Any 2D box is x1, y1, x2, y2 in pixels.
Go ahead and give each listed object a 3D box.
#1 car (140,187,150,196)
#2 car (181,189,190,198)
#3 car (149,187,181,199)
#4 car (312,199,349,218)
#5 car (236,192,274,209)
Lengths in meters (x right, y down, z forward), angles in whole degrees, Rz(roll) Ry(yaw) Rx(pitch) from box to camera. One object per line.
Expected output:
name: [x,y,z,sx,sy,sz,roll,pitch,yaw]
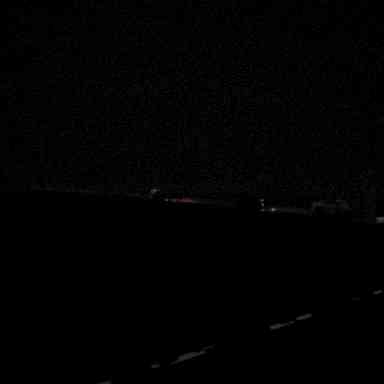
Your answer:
car: [-8.218,-0.221,64.348,2.097,1.767,4.553,-3,3,-35]
car: [-2.299,0.220,56.053,2.128,1.511,4.902,-3,3,-35]
car: [-4.450,0.333,54.156,2.128,1.511,4.902,-3,3,-35]
car: [12.894,1.350,29.461,1.812,1.442,4.674,-3,3,-35]
car: [7.067,0.839,37.719,2.097,1.767,4.553,-3,3,-35]
